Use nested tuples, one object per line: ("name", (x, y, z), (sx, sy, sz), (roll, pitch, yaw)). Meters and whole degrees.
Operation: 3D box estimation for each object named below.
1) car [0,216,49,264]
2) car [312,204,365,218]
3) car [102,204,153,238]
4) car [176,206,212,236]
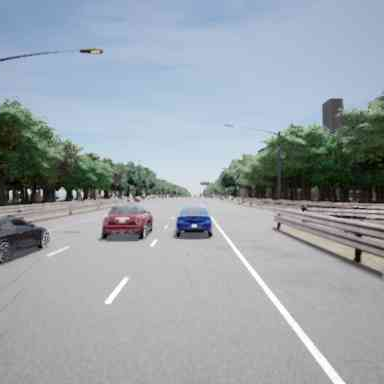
("car", (-6.890, 1.596, 12.000), (1.812, 1.442, 4.674), (0, 0, 0))
("car", (10.956, 1.640, 25.540), (1.812, 1.442, 4.674), (0, -1, -22))
("car", (-3.384, 1.441, 18.270), (2.097, 1.767, 4.553), (0, 0, 0))
("car", (0.117, 1.569, 19.221), (1.882, 1.535, 5.008), (0, 0, 0))
